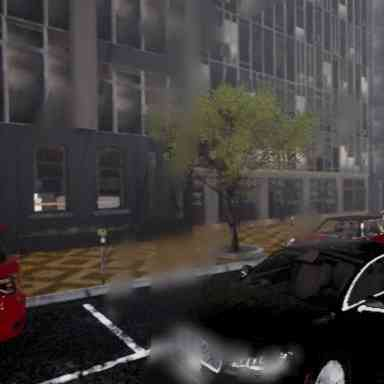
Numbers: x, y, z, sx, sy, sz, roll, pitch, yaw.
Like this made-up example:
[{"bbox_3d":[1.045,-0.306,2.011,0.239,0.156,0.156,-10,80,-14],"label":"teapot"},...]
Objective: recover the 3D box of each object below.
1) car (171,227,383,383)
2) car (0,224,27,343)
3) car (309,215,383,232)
[{"bbox_3d":[2.010,1.511,4.795,4.892,1.490,1.837,0,0,-35],"label":"car"},{"bbox_3d":[-4.500,1.314,3.492,5.009,1.841,2.192,0,-1,-35],"label":"car"},{"bbox_3d":[4.566,1.451,9.844,4.097,1.590,1.967,0,-1,-35],"label":"car"}]
